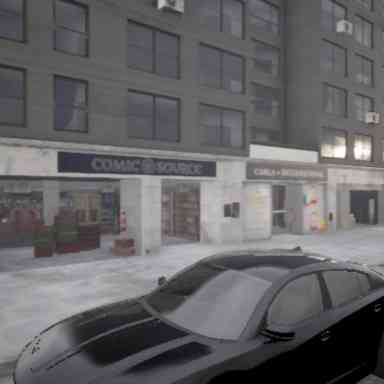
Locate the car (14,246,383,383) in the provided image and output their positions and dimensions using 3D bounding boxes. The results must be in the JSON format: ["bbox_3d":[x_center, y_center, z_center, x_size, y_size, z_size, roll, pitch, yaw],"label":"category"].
[{"bbox_3d":[0.720,1.477,3.890,5.008,1.535,1.882,0,0,-35],"label":"car"}]
